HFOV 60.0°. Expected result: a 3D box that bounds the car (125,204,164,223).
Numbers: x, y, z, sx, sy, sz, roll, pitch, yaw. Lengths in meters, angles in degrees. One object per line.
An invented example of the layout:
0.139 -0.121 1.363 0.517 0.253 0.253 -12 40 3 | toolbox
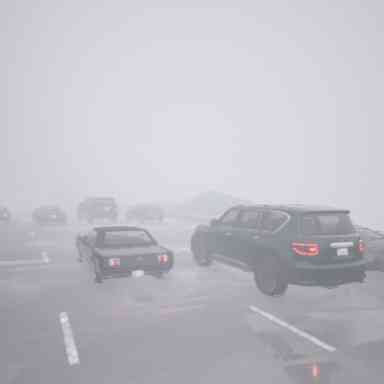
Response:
-4.003 1.727 27.504 2.128 1.511 4.902 1 -1 -31 | car

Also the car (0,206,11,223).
-14.992 1.670 25.292 1.895 1.301 4.718 1 -1 -32 | car

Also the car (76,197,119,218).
-7.697 1.402 26.866 2.150 2.045 5.566 1 -1 -32 | car

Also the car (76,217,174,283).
-2.273 1.677 10.003 1.895 1.301 4.718 1 -1 -26 | car

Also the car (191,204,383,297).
1.964 1.345 9.316 2.150 2.045 5.566 1 -1 -26 | car

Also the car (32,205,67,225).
-10.902 1.687 25.326 1.994 1.385 4.181 1 -1 -32 | car
